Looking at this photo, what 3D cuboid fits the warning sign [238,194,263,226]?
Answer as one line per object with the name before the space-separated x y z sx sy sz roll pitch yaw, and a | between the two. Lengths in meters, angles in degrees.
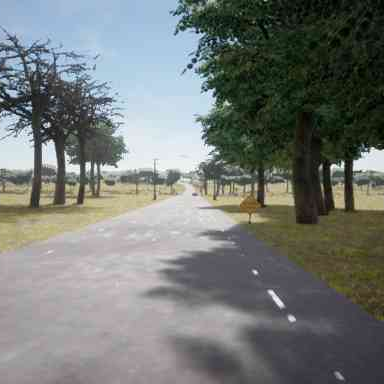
warning sign | 3.580 1.074 20.396 1.300 1.860 1.060 2 2 0
